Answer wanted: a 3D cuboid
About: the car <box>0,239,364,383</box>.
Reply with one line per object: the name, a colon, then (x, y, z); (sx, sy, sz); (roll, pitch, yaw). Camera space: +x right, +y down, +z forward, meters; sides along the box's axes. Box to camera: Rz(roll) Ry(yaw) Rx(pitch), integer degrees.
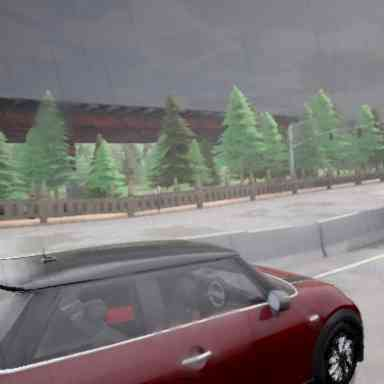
car: (-0.097, 1.332, 3.678); (4.553, 1.767, 2.097); (-1, 1, -35)
